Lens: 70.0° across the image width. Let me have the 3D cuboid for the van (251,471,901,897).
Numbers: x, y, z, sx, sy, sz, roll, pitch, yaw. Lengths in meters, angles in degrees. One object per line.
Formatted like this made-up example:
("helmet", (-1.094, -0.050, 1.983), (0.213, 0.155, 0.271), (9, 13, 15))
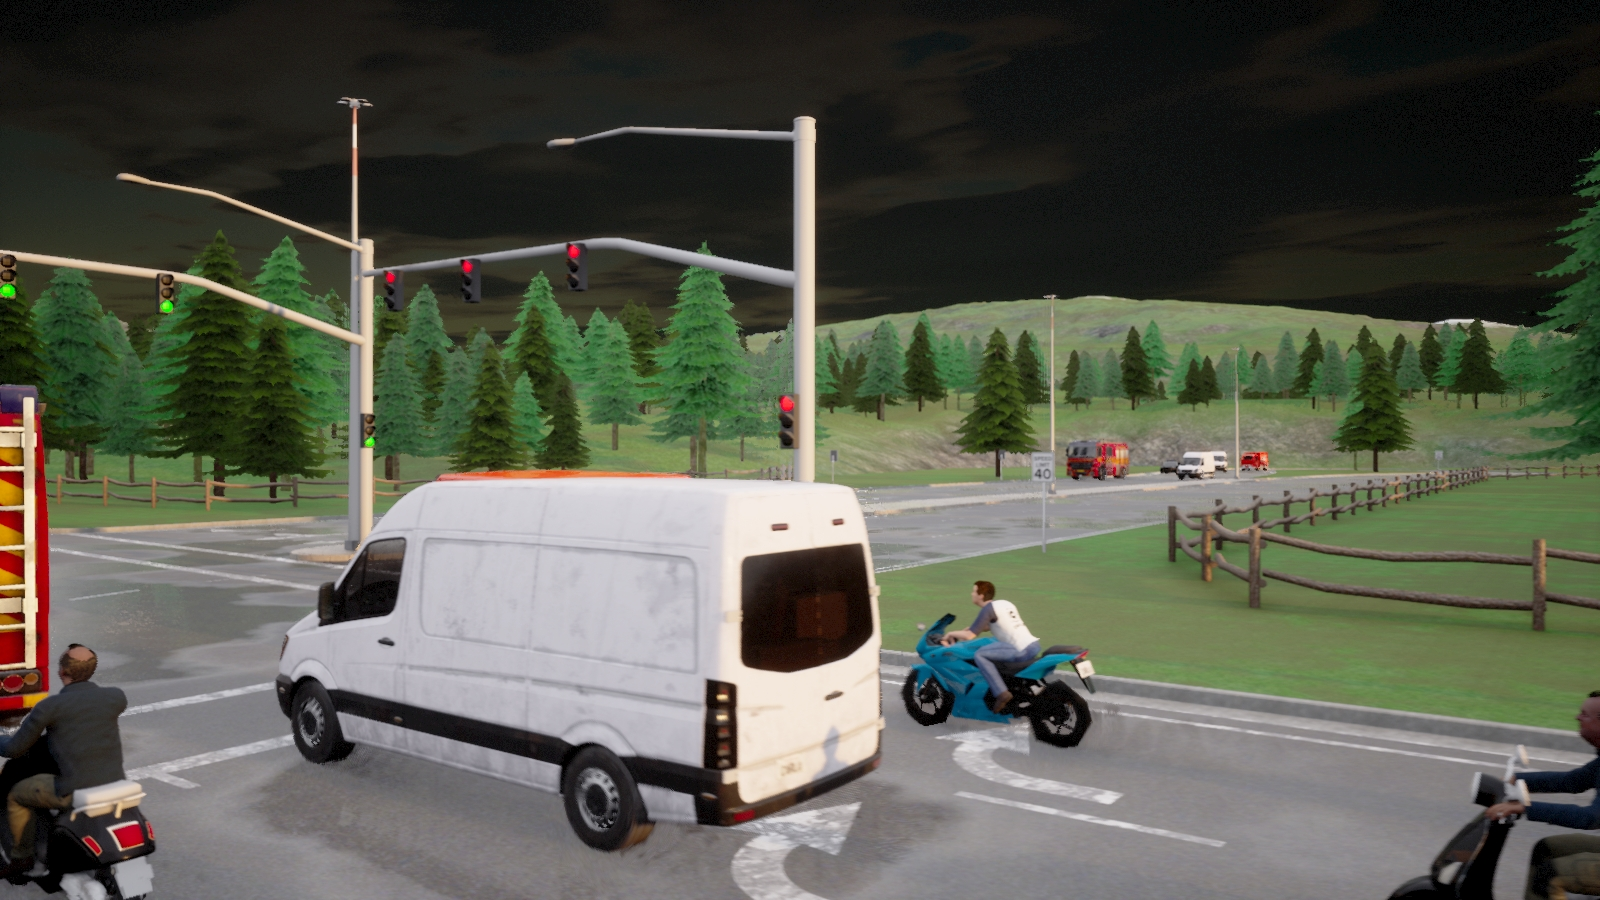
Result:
("van", (-2.192, 1.515, 9.739), (5.915, 2.561, 1.988), (0, 0, 37))

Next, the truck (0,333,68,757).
("truck", (-10.457, 0.852, 13.188), (2.891, 3.827, 8.468), (0, 0, -36))

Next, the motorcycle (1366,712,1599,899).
("motorcycle", (3.834, 2.139, 5.617), (1.805, 1.316, 0.856), (0, 0, 32))

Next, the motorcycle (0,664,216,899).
("motorcycle", (-4.427, 2.122, 6.904), (1.805, 1.316, 0.856), (0, 0, 35))

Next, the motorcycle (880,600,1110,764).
("motorcycle", (1.862, 2.173, 11.043), (2.033, 1.199, 0.803), (1, 0, 36))
